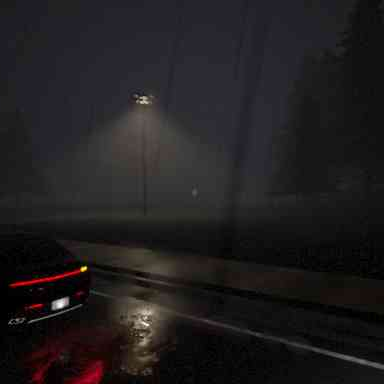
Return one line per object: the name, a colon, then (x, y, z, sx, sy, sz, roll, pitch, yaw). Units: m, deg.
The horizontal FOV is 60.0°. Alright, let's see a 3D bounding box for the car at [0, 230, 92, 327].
car: (-4.106, 1.558, 6.799, 4.892, 1.490, 1.837, 0, 0, 35)
